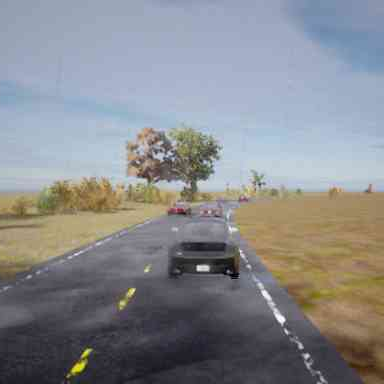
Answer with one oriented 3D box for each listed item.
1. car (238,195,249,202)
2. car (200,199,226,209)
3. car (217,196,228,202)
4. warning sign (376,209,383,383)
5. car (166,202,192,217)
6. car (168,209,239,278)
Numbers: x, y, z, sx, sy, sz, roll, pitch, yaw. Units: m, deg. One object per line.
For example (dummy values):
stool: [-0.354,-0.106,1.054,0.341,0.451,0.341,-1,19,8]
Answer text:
car: [11.870,1.429,76.466,2.097,1.767,4.553,0,0,16]
car: [1.605,1.585,27.758,2.033,1.411,5.357,0,0,6]
car: [6.509,1.627,72.217,1.994,1.385,4.181,0,0,15]
warning sign: [2.673,1.122,3.140,1.300,1.860,1.060,0,0,1]
car: [-1.162,1.642,31.794,1.895,1.301,4.718,0,0,7]
car: [0.376,1.522,10.198,1.837,1.490,4.892,0,0,3]
